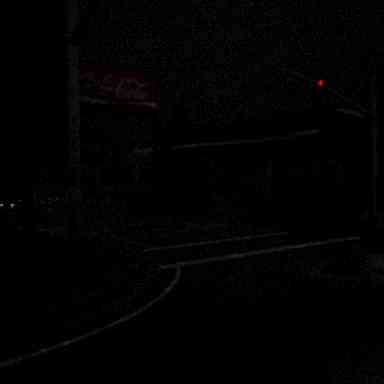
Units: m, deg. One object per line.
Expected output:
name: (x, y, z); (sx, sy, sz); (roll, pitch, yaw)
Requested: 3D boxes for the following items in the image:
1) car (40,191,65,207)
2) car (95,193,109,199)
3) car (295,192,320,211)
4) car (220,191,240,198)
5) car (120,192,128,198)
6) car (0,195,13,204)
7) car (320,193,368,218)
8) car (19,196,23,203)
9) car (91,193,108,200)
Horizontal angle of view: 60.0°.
car: (-18.659, 0.911, 44.438); (2.150, 2.045, 5.566); (-1, 1, -34)
car: (-21.960, 0.892, 81.274); (1.970, 1.475, 3.806); (-1, 0, -36)
car: (12.481, 1.137, 33.454); (4.611, 1.667, 2.242); (-1, 0, -36)
car: (9.321, 0.677, 82.147); (1.845, 1.501, 3.633); (-1, 0, -36)
car: (-16.980, 0.739, 85.333); (2.152, 1.636, 5.027); (-1, 0, -36)
car: (-31.235, 1.234, 55.641); (1.837, 1.490, 4.892); (-1, 1, -36)
car: (12.335, 1.019, 26.322); (3.866, 1.878, 1.905); (-1, 0, -36)
car: (-29.868, 1.252, 59.914); (1.994, 1.385, 4.181); (-1, 0, -36)
car: (-20.738, 1.000, 73.425); (2.007, 1.523, 4.514); (-1, 0, -36)
